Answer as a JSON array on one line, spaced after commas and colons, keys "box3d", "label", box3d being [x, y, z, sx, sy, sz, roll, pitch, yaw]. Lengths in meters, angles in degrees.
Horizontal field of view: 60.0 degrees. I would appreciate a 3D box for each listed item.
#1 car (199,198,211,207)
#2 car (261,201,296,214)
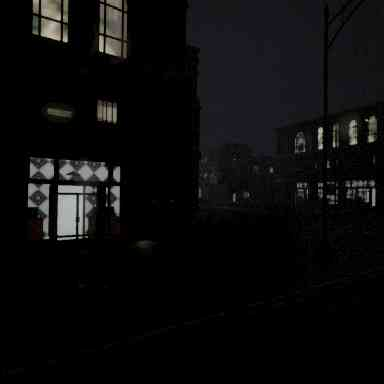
[{"box3d": [1.375, 1.619, 52.117, 1.887, 1.381, 4.507, 1, -1, -27], "label": "car"}, {"box3d": [9.442, 1.622, 36.635, 2.008, 1.369, 4.403, 1, -1, -27], "label": "car"}]
